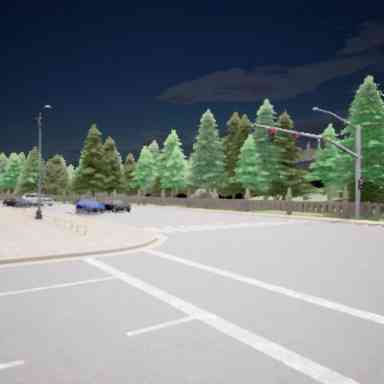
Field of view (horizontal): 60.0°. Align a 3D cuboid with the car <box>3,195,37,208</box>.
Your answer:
[{"bbox_3d":[-25.684,1.535,49.105,4.892,1.490,1.837,0,-1,26],"label":"car"}]

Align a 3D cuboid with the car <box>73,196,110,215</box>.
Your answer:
[{"bbox_3d":[-10.670,1.529,34.786,1.882,1.535,5.008,1,0,-36],"label":"car"}]

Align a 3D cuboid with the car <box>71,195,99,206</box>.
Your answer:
[{"bbox_3d":[-18.224,1.466,56.777,4.553,1.767,2.097,0,0,31],"label":"car"}]

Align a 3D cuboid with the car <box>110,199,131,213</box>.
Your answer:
[{"bbox_3d":[-8.656,1.562,37.928,1.882,1.535,5.008,1,0,-37],"label":"car"}]

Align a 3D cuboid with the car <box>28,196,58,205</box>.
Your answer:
[{"bbox_3d":[-27.391,1.572,61.020,4.892,1.490,1.837,0,0,15],"label":"car"}]

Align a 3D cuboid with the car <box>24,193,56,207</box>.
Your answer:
[{"bbox_3d":[-24.235,1.254,52.302,5.566,2.045,2.150,0,0,26],"label":"car"}]
